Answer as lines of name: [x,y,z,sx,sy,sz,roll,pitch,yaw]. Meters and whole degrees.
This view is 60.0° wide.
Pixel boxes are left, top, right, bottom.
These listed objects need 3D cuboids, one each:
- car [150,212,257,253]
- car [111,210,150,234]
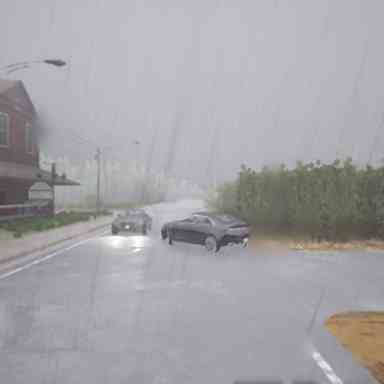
car: [0.539,1.646,14.581,2.128,1.511,4.902,-1,0,-40]
car: [-3.589,1.783,20.486,1.994,1.385,4.181,0,-1,0]
